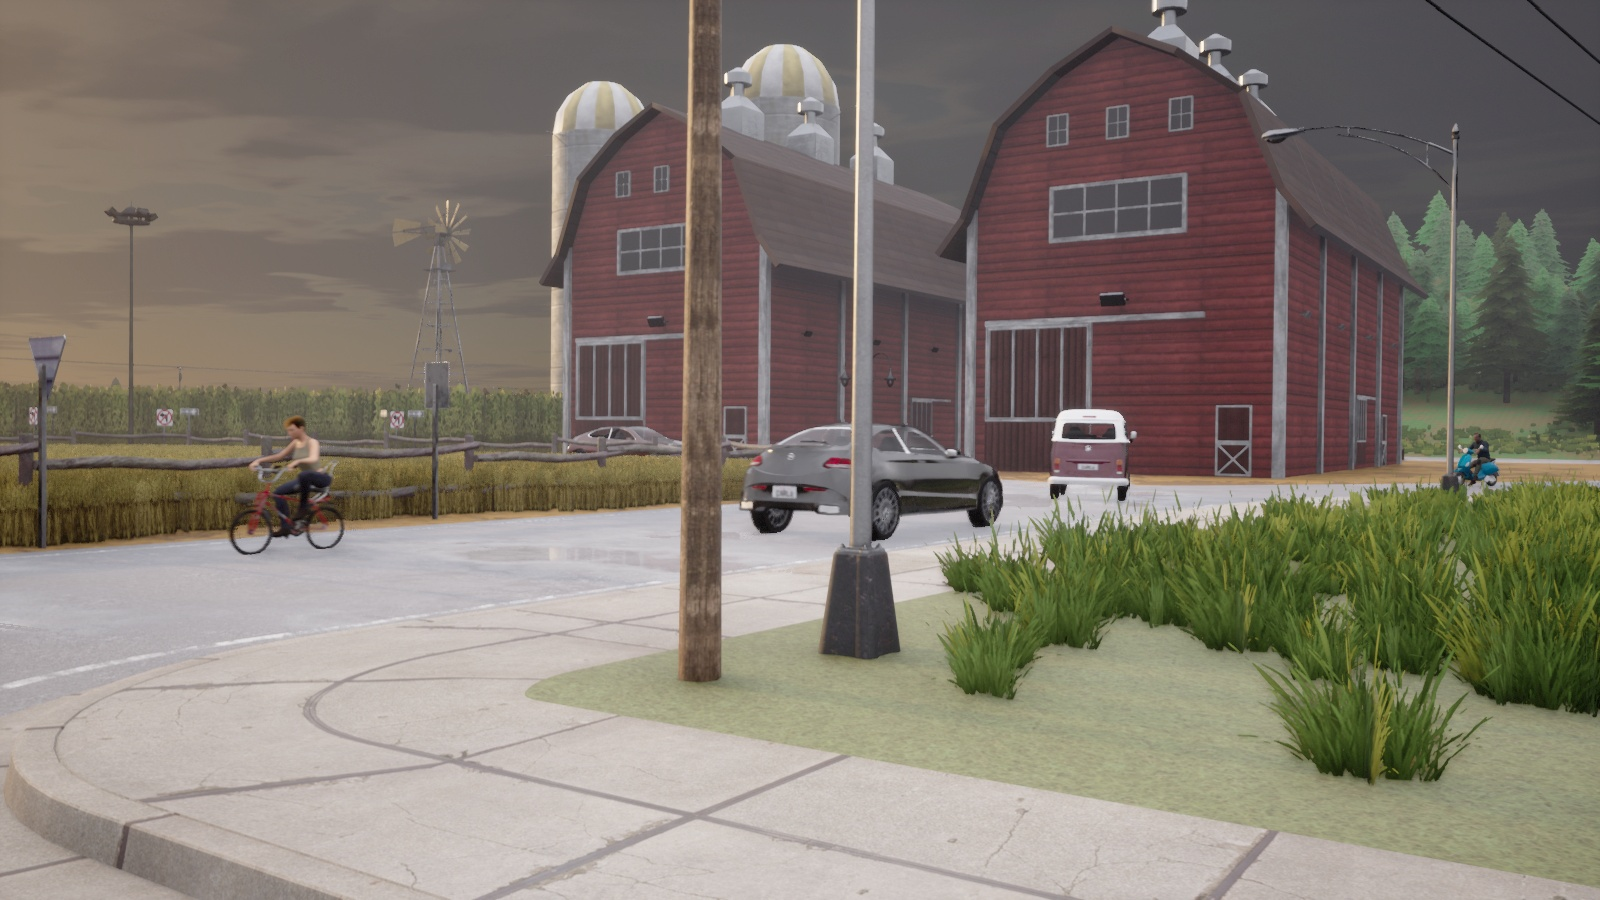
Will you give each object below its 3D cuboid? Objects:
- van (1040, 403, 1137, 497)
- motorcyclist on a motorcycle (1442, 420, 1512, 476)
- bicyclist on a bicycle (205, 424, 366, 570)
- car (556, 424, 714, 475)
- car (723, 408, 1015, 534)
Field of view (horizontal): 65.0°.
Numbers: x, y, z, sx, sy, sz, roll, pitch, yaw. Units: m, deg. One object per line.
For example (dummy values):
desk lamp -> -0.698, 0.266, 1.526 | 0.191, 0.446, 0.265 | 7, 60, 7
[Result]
van -> 6.902, -0.035, 29.802 | 2.069, 2.038, 4.480 | 0, 1, 14
motorcyclist on a motorcycle -> 20.030, -0.070, 37.168 | 1.817, 1.590, 0.866 | -1, 1, -22
bicyclist on a bicycle -> -6.016, 0.512, 14.745 | 0.866, 1.612, 1.509 | 0, 1, 35
car -> -5.607, -0.039, 42.489 | 5.027, 1.651, 2.152 | 0, 1, 31
car -> 1.223, 0.231, 19.142 | 2.152, 1.651, 5.027 | 0, 1, 34
